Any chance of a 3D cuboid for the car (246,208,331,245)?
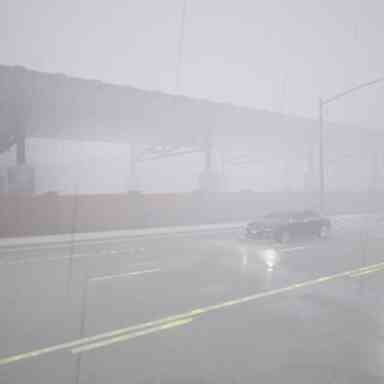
[{"bbox_3d":[4.697,1.530,15.913,4.892,1.490,1.837,0,0,-35],"label":"car"}]
